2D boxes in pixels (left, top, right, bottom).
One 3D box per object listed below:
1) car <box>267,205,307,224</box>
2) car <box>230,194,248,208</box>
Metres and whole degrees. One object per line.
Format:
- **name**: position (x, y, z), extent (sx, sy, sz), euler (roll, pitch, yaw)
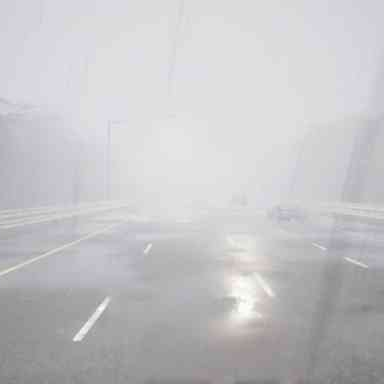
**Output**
- **car**: position (7.008, 1.620, 25.190), extent (1.895, 1.301, 4.718), euler (0, 0, 0)
- **car**: position (7.081, 1.291, 50.564), extent (2.150, 2.045, 5.566), euler (0, 0, 0)
